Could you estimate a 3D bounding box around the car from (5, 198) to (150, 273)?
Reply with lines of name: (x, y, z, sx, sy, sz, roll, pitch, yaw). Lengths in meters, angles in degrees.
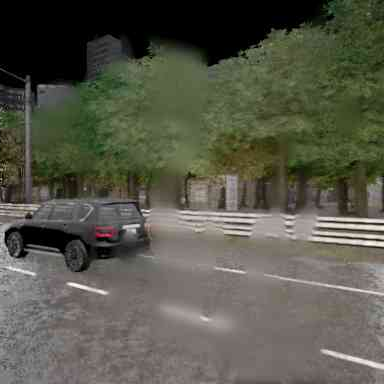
car: (-3.875, 1.222, 10.930, 5.566, 2.045, 2.150, 0, 0, 35)
